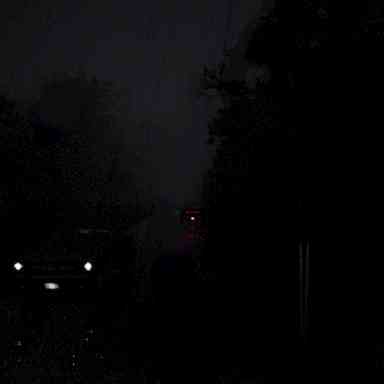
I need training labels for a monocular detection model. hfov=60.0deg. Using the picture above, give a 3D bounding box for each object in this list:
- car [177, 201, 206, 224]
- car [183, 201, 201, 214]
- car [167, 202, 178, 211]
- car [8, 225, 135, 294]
[{"bbox_3d":[0.046,1.675,26.305,1.837,1.490,4.892,0,-1,0],"label":"car"},{"bbox_3d":[-0.023,1.950,42.958,2.128,1.511,4.902,0,-1,0],"label":"car"},{"bbox_3d":[-2.905,2.267,53.123,1.994,1.385,4.181,0,-2,1],"label":"car"},{"bbox_3d":[-2.861,1.620,8.990,1.895,1.301,4.718,0,0,0],"label":"car"}]
